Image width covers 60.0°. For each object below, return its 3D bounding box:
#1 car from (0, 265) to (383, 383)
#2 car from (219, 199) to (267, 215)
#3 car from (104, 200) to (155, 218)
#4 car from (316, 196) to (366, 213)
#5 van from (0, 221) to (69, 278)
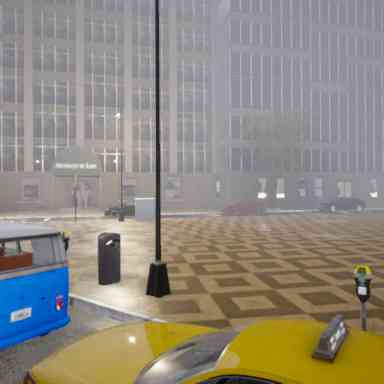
[{"bbox_3d":[0.667,1.525,2.250,4.829,1.417,1.752,0,0,35],"label":"car"},{"bbox_3d":[4.569,1.317,29.911,4.181,1.385,1.994,0,0,-14],"label":"car"},{"bbox_3d":[-5.144,1.391,27.485,4.181,1.385,1.994,0,0,-14],"label":"car"},{"bbox_3d":[14.428,1.189,32.354,4.892,1.490,1.837,0,0,-14],"label":"car"},{"bbox_3d":[-3.704,1.342,5.358,3.998,1.788,1.690,0,0,35],"label":"van"}]
